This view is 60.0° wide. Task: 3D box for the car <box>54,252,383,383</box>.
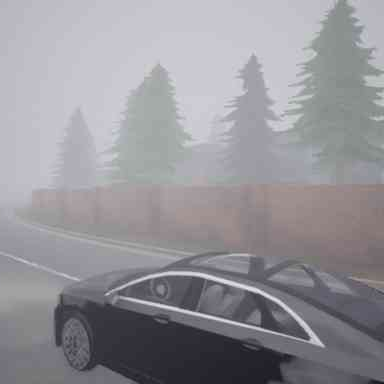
[{"bbox_3d":[0.264,1.503,3.985,4.902,1.511,2.128,0,0,37],"label":"car"}]
